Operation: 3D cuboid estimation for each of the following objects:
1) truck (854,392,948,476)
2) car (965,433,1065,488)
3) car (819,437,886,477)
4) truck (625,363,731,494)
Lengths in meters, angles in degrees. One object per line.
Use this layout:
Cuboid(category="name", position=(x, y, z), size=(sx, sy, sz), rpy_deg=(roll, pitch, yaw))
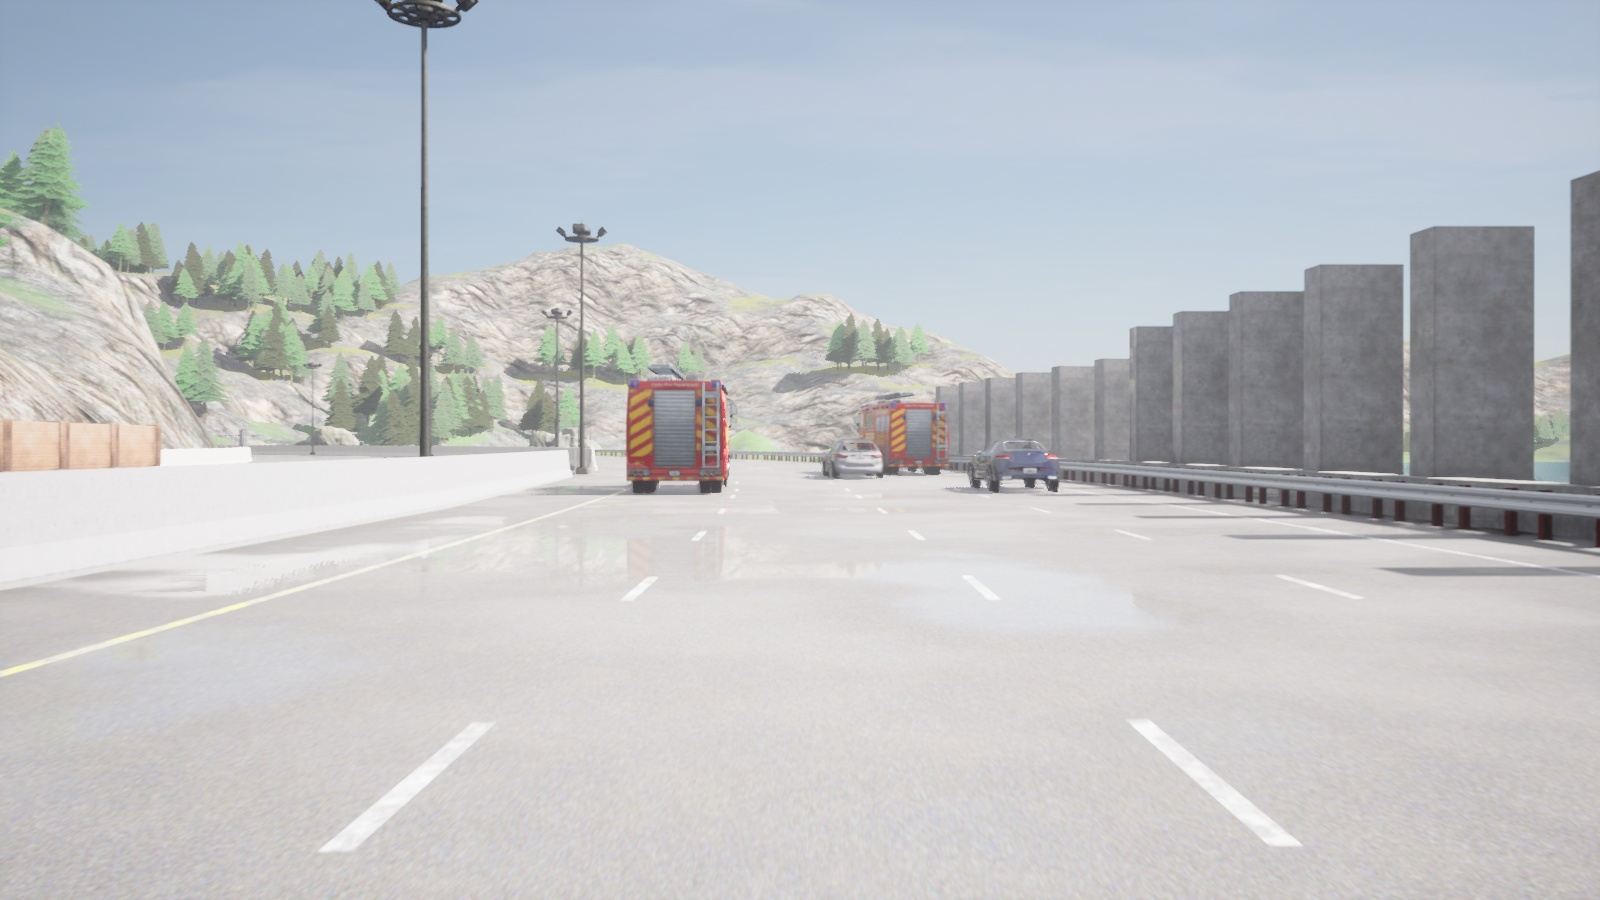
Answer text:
Cuboid(category="truck", position=(4.832, -0.763, 61.901), size=(2.891, 3.827, 8.468), rpy_deg=(0, 0, -8))
Cuboid(category="car", position=(6.738, 0.306, 39.871), size=(2.152, 1.651, 5.027), rpy_deg=(0, 0, -2))
Cuboid(category="car", position=(2.238, 0.285, 54.600), size=(2.242, 1.667, 4.611), rpy_deg=(0, 0, -6))
Cuboid(category="truck", position=(-3.807, -0.652, 41.020), size=(2.891, 3.827, 8.468), rpy_deg=(0, 0, -2))
